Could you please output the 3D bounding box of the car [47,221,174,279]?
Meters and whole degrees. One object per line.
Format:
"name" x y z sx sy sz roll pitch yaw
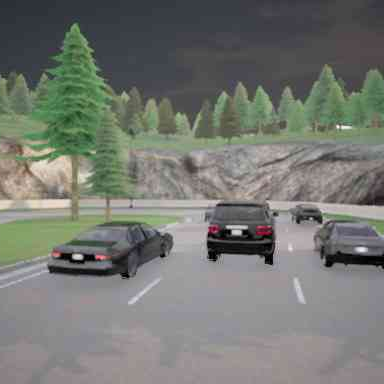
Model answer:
"car" -2.137 1.614 10.386 2.033 1.411 5.357 0 0 14

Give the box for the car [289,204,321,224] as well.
"car" 9.046 1.695 26.655 1.837 1.490 4.892 1 0 9

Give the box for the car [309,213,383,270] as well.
"car" 5.378 1.646 11.490 1.994 1.385 4.181 0 -1 15

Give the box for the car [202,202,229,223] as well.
"car" 2.074 1.681 28.203 2.128 1.511 4.902 0 0 6

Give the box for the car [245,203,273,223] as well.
"car" 5.628 1.721 28.398 1.812 1.442 4.674 0 0 4

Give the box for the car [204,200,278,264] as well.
"car" 2.022 1.310 12.546 2.150 2.045 5.566 0 0 15
